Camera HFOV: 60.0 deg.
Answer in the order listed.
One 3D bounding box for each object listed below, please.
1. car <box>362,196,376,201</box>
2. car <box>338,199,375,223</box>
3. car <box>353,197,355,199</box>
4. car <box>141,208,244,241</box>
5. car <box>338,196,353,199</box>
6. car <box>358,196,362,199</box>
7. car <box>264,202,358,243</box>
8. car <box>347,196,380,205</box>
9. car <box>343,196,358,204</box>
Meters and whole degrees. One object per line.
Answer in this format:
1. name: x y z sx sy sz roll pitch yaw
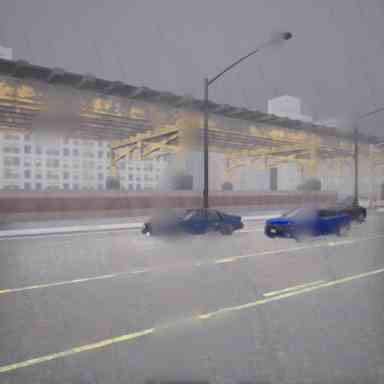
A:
1. car: 30.703 1.295 59.847 4.536 1.218 1.853 0 0 -6
2. car: 10.606 1.492 23.889 4.902 1.511 2.128 0 0 -34
3. car: 22.962 1.452 53.575 4.974 1.542 2.038 0 0 9
4. car: 0.190 1.548 16.803 5.357 1.411 2.033 0 0 -34
5. car: 22.910 1.295 53.583 4.536 1.218 1.853 0 0 9
6. car: 26.764 1.452 56.179 2.038 1.542 4.974 0 0 19
7. car: 5.710 1.477 16.309 5.008 1.535 1.882 0 0 -34
8. car: 30.754 1.452 59.853 4.974 1.542 2.038 0 0 -6
9. car: 26.781 1.295 56.228 1.853 1.218 4.536 0 0 19
